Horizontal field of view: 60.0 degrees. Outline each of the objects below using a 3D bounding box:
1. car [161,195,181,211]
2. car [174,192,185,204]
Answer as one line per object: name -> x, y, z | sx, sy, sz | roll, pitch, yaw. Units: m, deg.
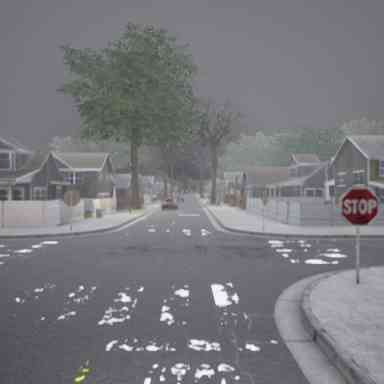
car -> -2.668, 1.465, 40.940 | 1.882, 1.535, 5.008 | 0, 0, 0
car -> -2.619, 1.095, 65.281 | 2.150, 2.045, 5.566 | 0, 0, 0
